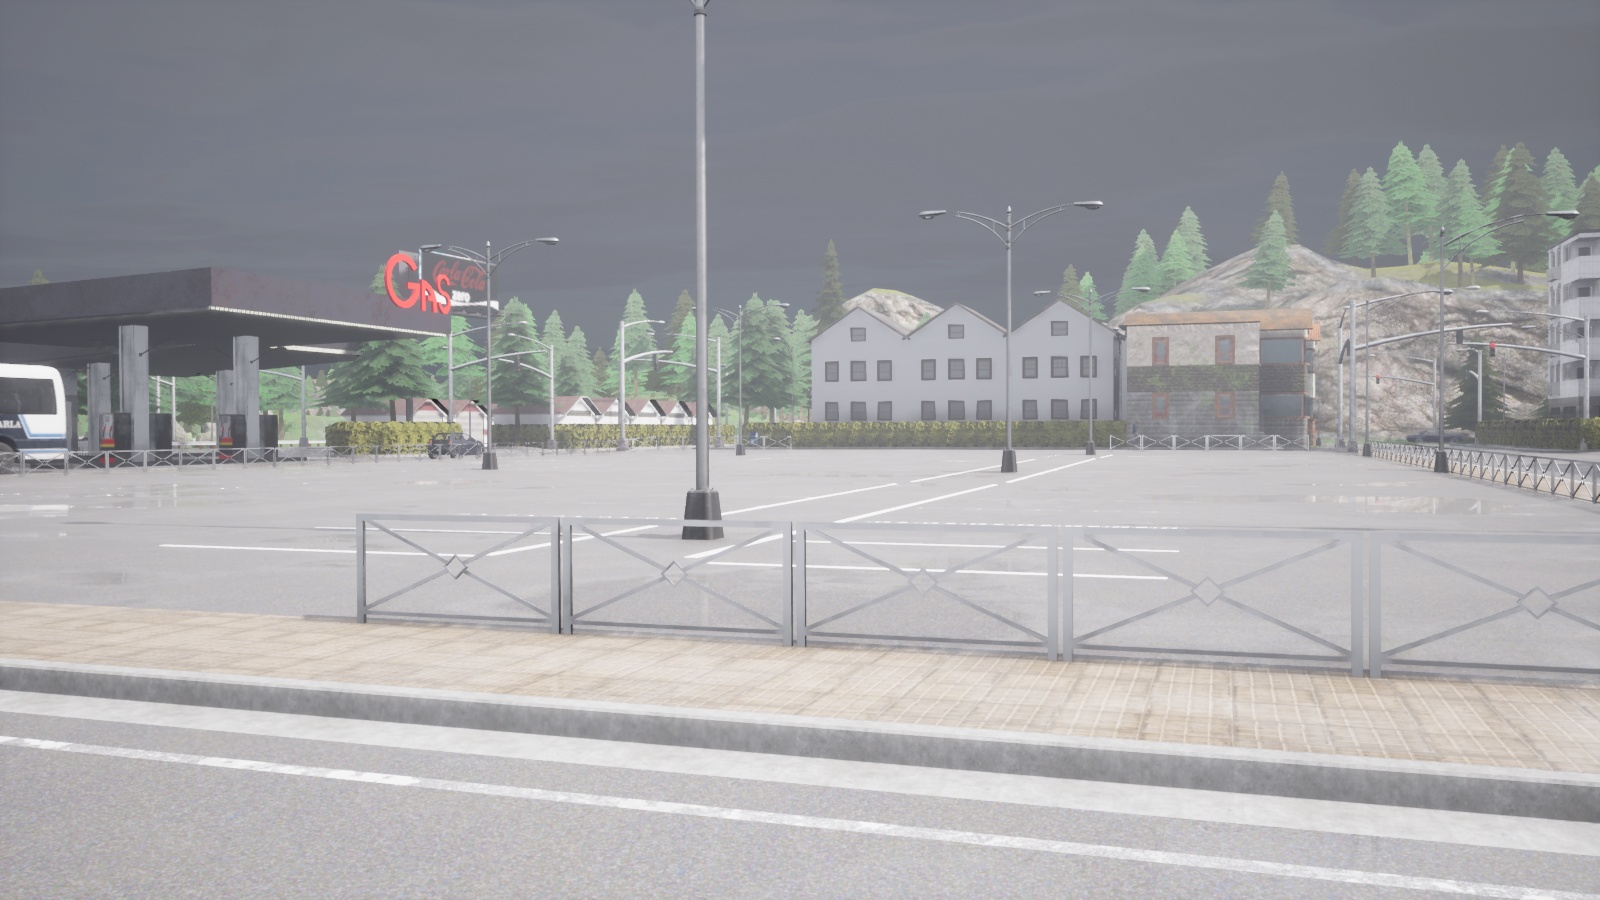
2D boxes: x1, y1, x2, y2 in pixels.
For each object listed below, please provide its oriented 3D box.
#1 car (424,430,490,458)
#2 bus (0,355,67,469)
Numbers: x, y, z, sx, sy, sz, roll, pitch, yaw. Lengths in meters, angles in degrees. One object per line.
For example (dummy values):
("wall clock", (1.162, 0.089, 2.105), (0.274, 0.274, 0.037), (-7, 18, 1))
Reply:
("car", (-19.359, -0.370, 71.044), (1.845, 1.501, 3.633), (1, 1, 19))
("bus", (-32.283, -1.391, 44.978), (3.944, 4.253, 10.273), (1, 1, 19))
